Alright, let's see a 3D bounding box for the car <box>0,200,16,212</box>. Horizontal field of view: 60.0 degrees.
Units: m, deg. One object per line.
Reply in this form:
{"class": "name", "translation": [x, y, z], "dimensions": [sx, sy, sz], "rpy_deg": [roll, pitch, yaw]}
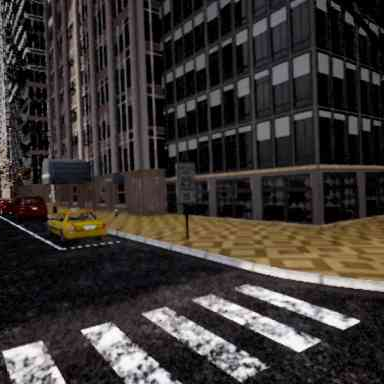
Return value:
{"class": "car", "translation": [-21.971, 1.607, 38.898], "dimensions": [1.802, 1.307, 4.206], "rpy_deg": [-2, 1, -35]}

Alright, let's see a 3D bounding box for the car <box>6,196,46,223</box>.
{"class": "car", "translation": [-12.260, 1.257, 25.040], "dimensions": [2.192, 1.841, 5.009], "rpy_deg": [-2, 1, -35]}

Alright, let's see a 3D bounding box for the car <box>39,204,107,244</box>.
{"class": "car", "translation": [-5.423, 1.407, 15.239], "dimensions": [1.752, 1.417, 4.829], "rpy_deg": [-2, 1, -35]}

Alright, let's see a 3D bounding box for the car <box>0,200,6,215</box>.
{"class": "car", "translation": [-18.732, 1.542, 34.279], "dimensions": [1.887, 1.381, 4.507], "rpy_deg": [-2, 1, -35]}
